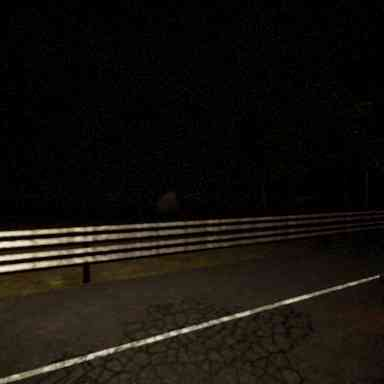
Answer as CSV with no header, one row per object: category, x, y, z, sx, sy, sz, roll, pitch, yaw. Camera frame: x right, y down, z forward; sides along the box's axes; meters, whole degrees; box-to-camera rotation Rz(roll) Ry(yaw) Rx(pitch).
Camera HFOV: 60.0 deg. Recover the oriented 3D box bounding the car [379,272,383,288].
car,6.437,1.572,7.662,5.357,1.411,2.033,0,0,-35
